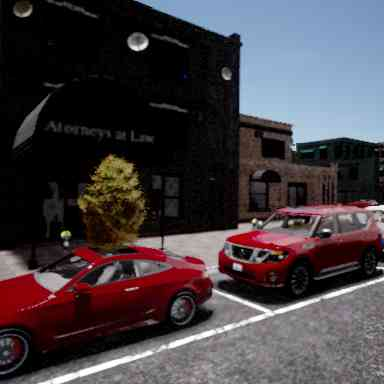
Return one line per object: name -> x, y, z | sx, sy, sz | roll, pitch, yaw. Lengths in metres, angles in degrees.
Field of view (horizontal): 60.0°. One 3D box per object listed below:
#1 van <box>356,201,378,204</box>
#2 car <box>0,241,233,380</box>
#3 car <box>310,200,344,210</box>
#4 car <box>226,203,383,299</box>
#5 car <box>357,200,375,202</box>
van -> 7.641, 1.363, 11.993 | 3.998, 1.788, 1.690 | 0, 1, -35
car -> -1.550, 1.585, 5.441 | 4.206, 1.307, 1.802 | 0, 1, -35
car -> 21.163, 1.949, 52.361 | 1.752, 1.417, 4.829 | 1, -1, -35
car -> 3.048, 1.328, 8.715 | 5.009, 1.841, 2.192 | 0, 1, -35
car -> 24.425, 1.809, 47.666 | 1.967, 1.590, 4.097 | 1, -1, -35
